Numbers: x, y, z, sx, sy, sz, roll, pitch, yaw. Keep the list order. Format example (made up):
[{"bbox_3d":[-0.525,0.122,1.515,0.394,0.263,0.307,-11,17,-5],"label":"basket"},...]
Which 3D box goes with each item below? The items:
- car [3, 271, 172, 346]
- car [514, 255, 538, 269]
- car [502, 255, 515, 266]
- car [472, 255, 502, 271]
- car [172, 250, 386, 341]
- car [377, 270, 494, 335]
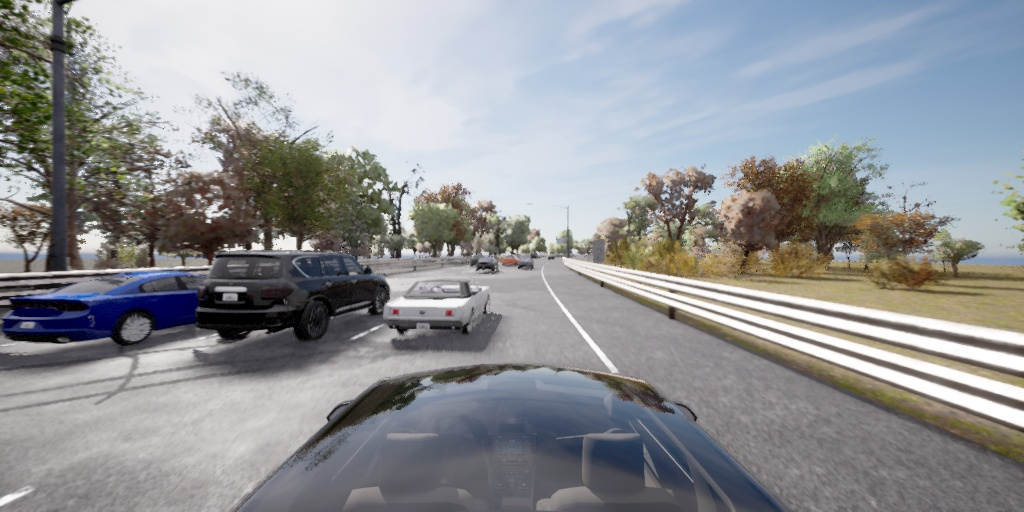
[{"bbox_3d":[-8.879,1.124,9.187,1.882,1.535,5.008,0,0,4],"label":"car"},{"bbox_3d":[1.922,0.912,46.758,2.033,1.411,5.357,0,0,7],"label":"car"},{"bbox_3d":[-0.089,0.614,58.168,2.097,1.767,4.553,0,0,8],"label":"car"},{"bbox_3d":[-2.580,0.923,38.522,1.837,1.490,4.892,0,0,7],"label":"car"},{"bbox_3d":[-5.341,0.878,9.734,2.150,2.045,5.566,0,0,4],"label":"car"},{"bbox_3d":[-1.805,1.269,10.229,1.895,1.301,4.718,0,1,4],"label":"car"}]
